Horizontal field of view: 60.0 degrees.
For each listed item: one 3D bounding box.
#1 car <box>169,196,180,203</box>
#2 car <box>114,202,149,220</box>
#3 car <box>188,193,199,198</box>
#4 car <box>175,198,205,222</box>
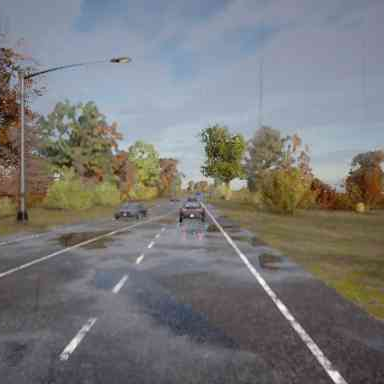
[{"bbox_3d":[-3.468,1.477,67.540,1.994,1.385,4.181,0,0,0],"label":"car"},{"bbox_3d":[-4.936,1.550,27.599,1.994,1.385,4.181,0,0,7],"label":"car"},{"bbox_3d":[0.035,1.458,74.830,1.994,1.385,4.181,0,0,0],"label":"car"},{"bbox_3d":[0.013,1.480,26.171,2.128,1.511,4.902,0,0,0],"label":"car"}]
